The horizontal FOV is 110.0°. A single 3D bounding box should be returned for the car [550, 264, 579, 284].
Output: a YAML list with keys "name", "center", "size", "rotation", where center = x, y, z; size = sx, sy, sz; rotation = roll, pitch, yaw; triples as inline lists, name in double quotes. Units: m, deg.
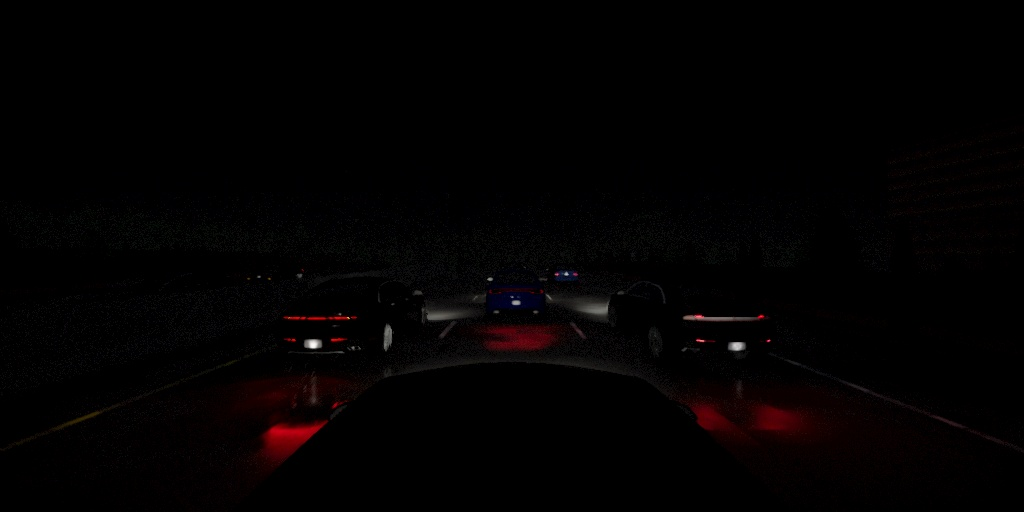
- name: "car"
  center: [3.645, 1.262, 26.506]
  size: [2.033, 1.411, 5.357]
  rotation: [0, 0, 0]

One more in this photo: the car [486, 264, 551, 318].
- name: "car"
  center: [0.122, 1.210, 12.929]
  size: [1.882, 1.535, 5.008]
  rotation: [0, 0, 0]

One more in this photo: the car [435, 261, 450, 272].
- name: "car"
  center: [-10.404, 1.516, 52.926]
  size: [1.837, 1.490, 4.892]
  rotation: [0, -4, 0]

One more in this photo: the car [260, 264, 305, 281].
- name: "car"
  center: [-17.518, 1.261, 26.834]
  size: [1.994, 1.385, 4.181]
  rotation: [0, 0, 1]

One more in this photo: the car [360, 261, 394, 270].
- name: "car"
  center: [-13.951, 1.235, 37.301]
  size: [2.033, 1.411, 5.357]
  rotation: [0, 0, 1]

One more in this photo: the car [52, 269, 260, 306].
- name: "car"
  center: [-10.577, 1.218, 10.958]
  size: [2.128, 1.511, 4.902]
  rotation: [0, 0, 0]

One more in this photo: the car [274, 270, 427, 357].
- name: "car"
  center: [-3.379, 1.241, 8.508]
  size: [1.837, 1.490, 4.892]
  rotation: [0, 0, 0]

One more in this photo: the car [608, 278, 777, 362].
- name: "car"
  center: [3.619, 1.235, 8.193]
  size: [2.128, 1.511, 4.902]
  rotation: [0, 0, 0]

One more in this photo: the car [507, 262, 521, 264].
- name: "car"
  center: [0.153, 1.252, 31.151]
  size: [2.033, 1.411, 5.357]
  rotation: [0, 0, 0]
